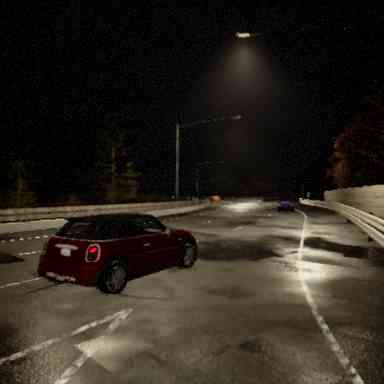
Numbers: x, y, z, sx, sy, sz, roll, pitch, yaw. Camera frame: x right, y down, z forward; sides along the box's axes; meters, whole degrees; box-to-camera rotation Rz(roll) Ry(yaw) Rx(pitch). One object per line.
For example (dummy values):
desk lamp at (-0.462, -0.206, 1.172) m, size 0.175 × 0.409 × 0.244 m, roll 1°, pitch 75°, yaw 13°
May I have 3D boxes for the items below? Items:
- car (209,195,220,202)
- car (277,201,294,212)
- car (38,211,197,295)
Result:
car at (5.932, 1.657, 89.321) m, size 2.097 × 1.767 × 4.553 m, roll 1°, pitch 0°, yaw -11°
car at (11.982, 1.806, 42.803) m, size 1.994 × 1.385 × 4.181 m, roll 1°, pitch 0°, yaw 13°
car at (-1.686, 1.359, 9.130) m, size 2.097 × 1.767 × 4.553 m, roll 0°, pitch 0°, yaw 31°
